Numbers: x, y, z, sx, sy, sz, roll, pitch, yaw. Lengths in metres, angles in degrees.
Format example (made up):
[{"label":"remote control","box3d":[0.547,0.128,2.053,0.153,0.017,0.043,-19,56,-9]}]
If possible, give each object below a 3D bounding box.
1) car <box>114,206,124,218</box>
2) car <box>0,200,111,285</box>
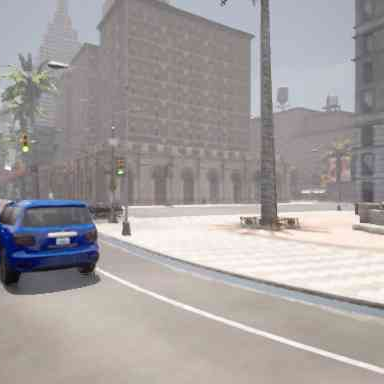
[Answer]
[{"label":"car","box3d":[-8.109,1.562,28.889,1.882,1.535,5.008,-1,-1,34]},{"label":"car","box3d":[-4.608,1.246,9.952,2.150,2.045,5.566,0,0,-36]}]
